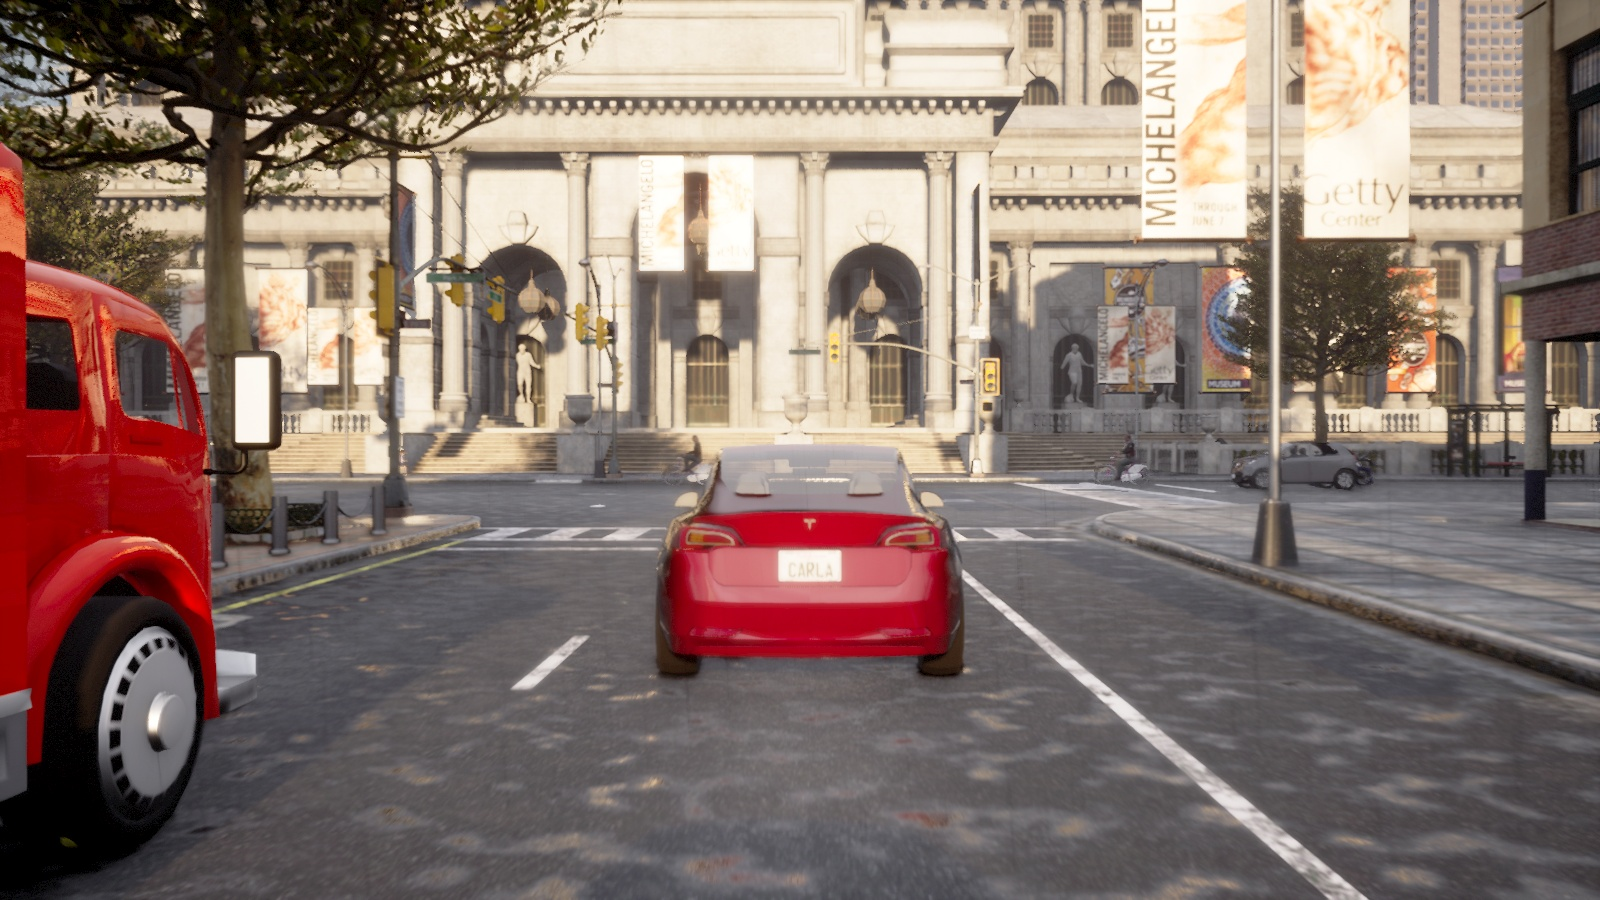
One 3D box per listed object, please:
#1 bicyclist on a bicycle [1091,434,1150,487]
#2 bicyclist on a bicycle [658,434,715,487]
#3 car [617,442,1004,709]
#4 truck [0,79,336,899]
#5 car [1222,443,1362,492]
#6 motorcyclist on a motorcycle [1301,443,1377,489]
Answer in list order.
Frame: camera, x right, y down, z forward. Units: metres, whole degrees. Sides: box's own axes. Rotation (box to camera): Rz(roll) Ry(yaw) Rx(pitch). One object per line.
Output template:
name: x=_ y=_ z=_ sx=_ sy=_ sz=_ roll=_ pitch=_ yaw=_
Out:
bicyclist on a bicycle: x=10.841 y=0.359 z=42.516 sx=1.843 sy=1.776 sz=0.659 roll=0 pitch=0 yaw=1
bicyclist on a bicycle: x=-3.847 y=0.346 z=42.659 sx=1.843 sy=1.776 sz=0.659 roll=0 pitch=0 yaw=1
car: x=0.069 y=0.687 z=9.421 sx=2.163 sy=1.488 sz=4.792 roll=0 pitch=0 yaw=0
truck: x=-3.466 y=0.237 z=3.182 sx=2.627 sy=2.467 sz=5.204 roll=0 pitch=0 yaw=0
car: x=15.224 y=0.528 z=38.974 sx=3.633 sy=1.501 sz=1.845 roll=0 pitch=0 yaw=1
motorcyclist on a motorcycle: x=18.195 y=0.530 z=42.445 sx=2.191 sy=1.530 sz=0.866 roll=0 pitch=0 yaw=1
